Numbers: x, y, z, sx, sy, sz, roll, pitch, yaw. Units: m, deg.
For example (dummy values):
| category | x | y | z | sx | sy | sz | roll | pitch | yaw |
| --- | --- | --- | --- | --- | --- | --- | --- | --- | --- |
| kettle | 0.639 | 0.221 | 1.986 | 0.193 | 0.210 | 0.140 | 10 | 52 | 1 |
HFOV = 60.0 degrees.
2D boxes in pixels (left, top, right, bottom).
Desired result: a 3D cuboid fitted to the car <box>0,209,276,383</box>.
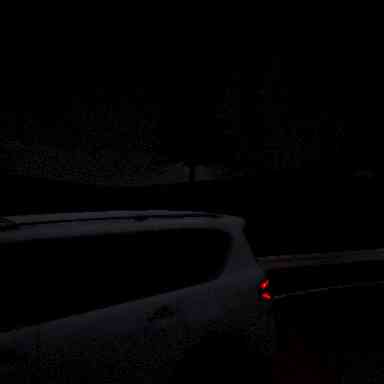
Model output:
| category | x | y | z | sx | sy | sz | roll | pitch | yaw |
| --- | --- | --- | --- | --- | --- | --- | --- | --- | --- |
| car | -1.665 | 1.223 | 2.904 | 5.566 | 2.045 | 2.150 | 0 | 0 | -36 |
